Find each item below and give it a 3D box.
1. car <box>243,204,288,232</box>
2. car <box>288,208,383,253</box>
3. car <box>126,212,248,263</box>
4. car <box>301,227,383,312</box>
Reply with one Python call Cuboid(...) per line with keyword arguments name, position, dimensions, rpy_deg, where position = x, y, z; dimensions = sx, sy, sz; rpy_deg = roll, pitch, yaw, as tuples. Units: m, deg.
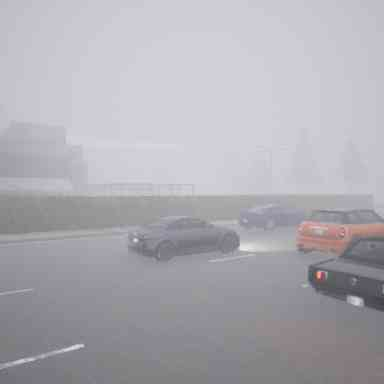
Cuboid(name="car", position=(5.014, 1.477, 20.219), dimensions=(5.008, 1.535, 1.882), rpy_deg=(0, 0, -36))
Cuboid(name="car", position=(5.945, 1.352, 12.286), dimensions=(4.553, 1.767, 2.097), rpy_deg=(0, 0, -36))
Cuboid(name="car", position=(-0.249, 1.564, 12.166), dimensions=(4.181, 1.385, 1.994), rpy_deg=(0, 0, -35))
Cuboid(name="car", position=(4.644, 1.601, 7.058), dimensions=(4.718, 1.301, 1.895), rpy_deg=(0, 0, -36))
